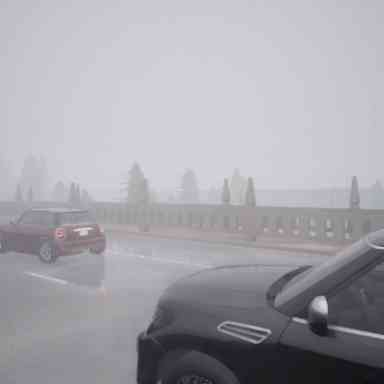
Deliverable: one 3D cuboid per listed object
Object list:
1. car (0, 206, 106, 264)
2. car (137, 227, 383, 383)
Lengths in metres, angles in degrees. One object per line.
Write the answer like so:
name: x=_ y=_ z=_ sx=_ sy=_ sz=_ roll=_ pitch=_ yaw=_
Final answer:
car: x=-5.249 y=1.357 z=12.035 sx=4.553 sy=1.767 sz=2.097 roll=0 pitch=0 yaw=35
car: x=2.105 y=1.221 z=2.491 sx=5.566 sy=2.045 sz=2.150 roll=0 pitch=0 yaw=35
